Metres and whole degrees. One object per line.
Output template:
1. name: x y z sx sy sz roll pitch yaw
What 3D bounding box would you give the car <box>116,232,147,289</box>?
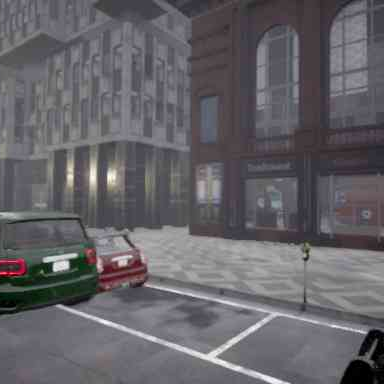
1. car: -3.186 1.721 9.033 4.097 1.590 1.967 -1 -2 37

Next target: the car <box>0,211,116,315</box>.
1. car: -4.457 1.434 7.464 5.566 2.045 2.150 -1 -2 37

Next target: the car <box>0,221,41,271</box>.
1. car: -7.819 1.883 12.530 4.829 1.417 1.752 -1 -2 37

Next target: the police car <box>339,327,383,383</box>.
1. police car: 3.550 1.518 1.615 5.238 1.638 1.930 -1 -2 37
